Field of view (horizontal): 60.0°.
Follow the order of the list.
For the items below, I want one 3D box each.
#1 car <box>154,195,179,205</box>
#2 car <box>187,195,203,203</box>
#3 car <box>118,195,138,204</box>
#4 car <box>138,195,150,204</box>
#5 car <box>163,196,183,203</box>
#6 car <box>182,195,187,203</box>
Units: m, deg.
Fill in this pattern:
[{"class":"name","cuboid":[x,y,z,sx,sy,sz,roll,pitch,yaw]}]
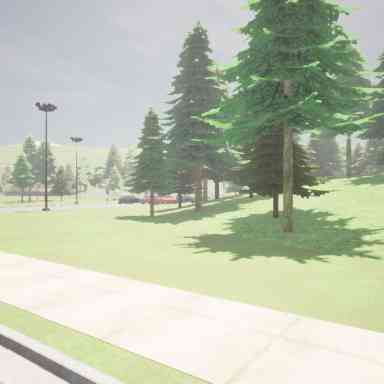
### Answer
[{"class":"car","cuboid":[-4.528,1.352,59.385,2.097,1.767,4.553,0,0,37]},{"class":"car","cuboid":[1.508,1.564,67.708,1.994,1.385,4.181,0,0,36]},{"class":"car","cuboid":[-11.392,1.354,61.798,2.097,1.767,4.553,0,0,38]},{"class":"car","cuboid":[-7.229,1.352,61.621,2.097,1.767,4.553,0,0,37]},{"class":"car","cuboid":[-4.092,1.554,71.889,1.994,1.385,4.181,0,0,36]},{"class":"car","cuboid":[-1.579,1.352,69.418,2.097,1.767,4.553,0,0,36]}]
